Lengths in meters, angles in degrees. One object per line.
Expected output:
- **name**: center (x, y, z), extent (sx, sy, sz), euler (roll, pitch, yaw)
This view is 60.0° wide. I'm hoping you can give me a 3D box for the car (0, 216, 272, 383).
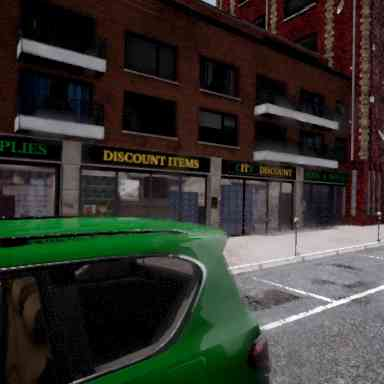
- **car**: center (-2.027, 1.221, 1.495), extent (5.566, 2.045, 2.150), euler (0, 0, -36)
